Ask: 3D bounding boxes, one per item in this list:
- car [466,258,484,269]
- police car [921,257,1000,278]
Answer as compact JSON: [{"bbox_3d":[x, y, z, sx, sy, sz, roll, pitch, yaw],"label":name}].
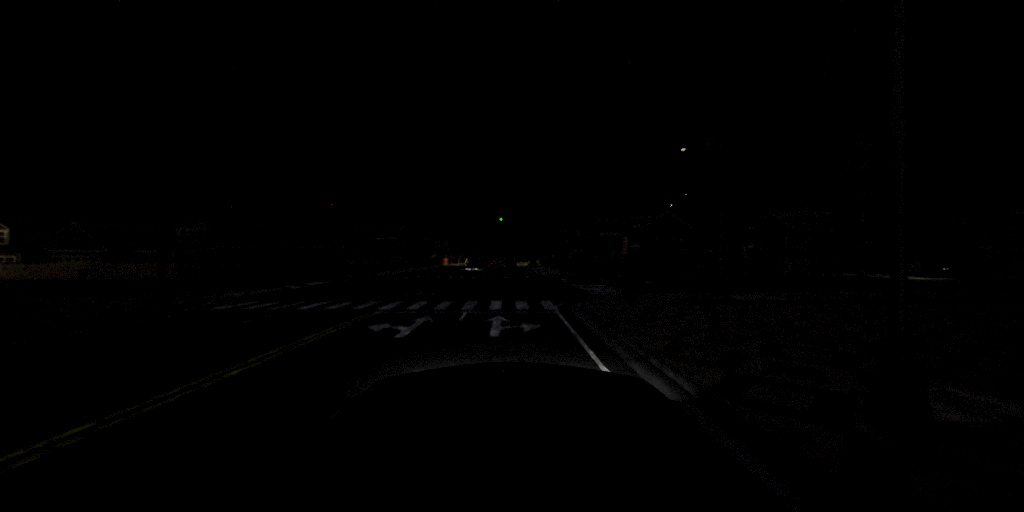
[{"bbox_3d":[-6.564,1.414,61.259,2.033,1.411,5.357,0,0,0],"label":"car"},{"bbox_3d":[37.248,0.928,29.943,5.238,1.638,1.930,0,0,0],"label":"police car"}]
